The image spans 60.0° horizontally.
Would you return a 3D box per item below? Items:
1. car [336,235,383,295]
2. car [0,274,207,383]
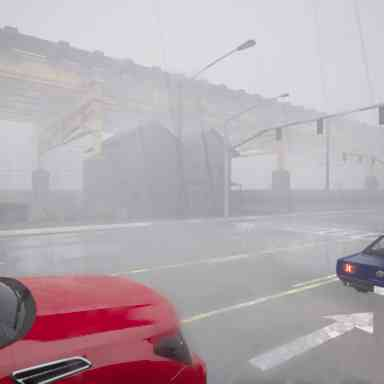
[{"bbox_3d":[5.427,1.601,7.616,4.718,1.301,1.895,0,0,-35],"label":"car"},{"bbox_3d":[-2.526,1.221,1.943,5.566,2.045,2.150,0,0,-36],"label":"car"}]
